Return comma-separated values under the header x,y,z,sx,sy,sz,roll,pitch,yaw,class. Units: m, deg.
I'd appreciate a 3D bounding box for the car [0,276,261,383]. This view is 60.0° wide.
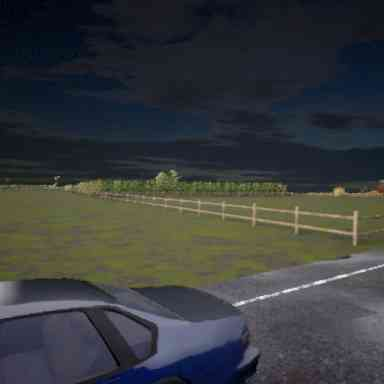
x,y,z,sx,sy,sz,roll,pitch,yaw,class
-1.833,1.548,2.684,5.357,1.411,2.033,0,0,-35,car
